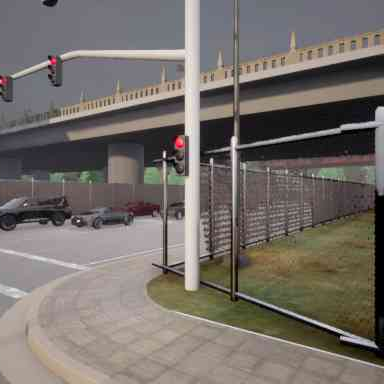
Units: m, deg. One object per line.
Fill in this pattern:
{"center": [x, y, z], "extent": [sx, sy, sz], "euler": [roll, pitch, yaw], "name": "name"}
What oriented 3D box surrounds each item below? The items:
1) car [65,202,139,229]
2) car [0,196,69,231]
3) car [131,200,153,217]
{"center": [-5.897, 1.619, 22.254], "extent": [1.994, 1.385, 4.181], "euler": [0, 0, 35], "name": "car"}
{"center": [-10.616, 1.277, 21.658], "extent": [2.150, 2.045, 5.566], "euler": [0, 0, 36], "name": "car"}
{"center": [-4.941, 1.533, 29.660], "extent": [1.882, 1.535, 5.008], "euler": [0, 0, 35], "name": "car"}
